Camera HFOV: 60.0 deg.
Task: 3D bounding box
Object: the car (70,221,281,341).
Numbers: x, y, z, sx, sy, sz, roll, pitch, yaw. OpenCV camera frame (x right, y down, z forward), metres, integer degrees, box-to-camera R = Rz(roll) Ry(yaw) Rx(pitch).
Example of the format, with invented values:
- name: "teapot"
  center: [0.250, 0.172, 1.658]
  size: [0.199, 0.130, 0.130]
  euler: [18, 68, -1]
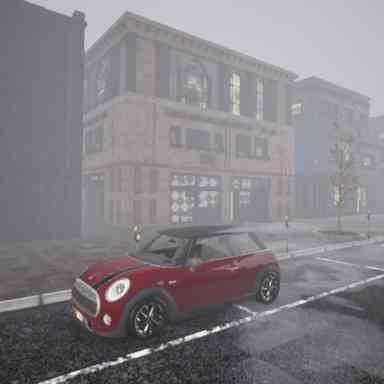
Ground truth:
- name: "car"
  center: [-0.184, 1.441, 6.472]
  size: [4.097, 1.590, 1.967]
  euler: [0, 1, -36]
